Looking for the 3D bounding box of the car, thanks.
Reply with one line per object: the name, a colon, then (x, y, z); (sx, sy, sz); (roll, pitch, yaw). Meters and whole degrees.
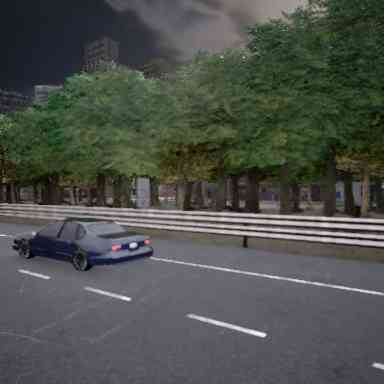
car: (-3.697, 1.550, 10.809); (5.357, 1.411, 2.033); (0, 0, 36)
